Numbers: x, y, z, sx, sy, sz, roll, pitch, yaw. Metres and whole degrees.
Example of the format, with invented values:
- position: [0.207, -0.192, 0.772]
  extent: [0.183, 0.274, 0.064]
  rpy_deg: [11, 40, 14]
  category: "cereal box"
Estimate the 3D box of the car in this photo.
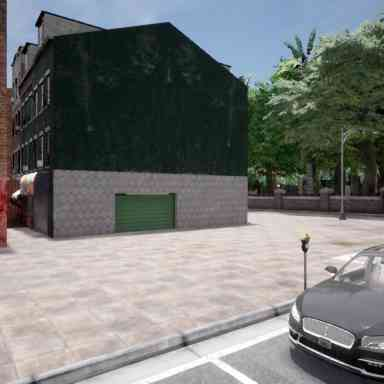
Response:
- position: [3.344, 1.551, 5.196]
  extent: [4.403, 1.369, 2.008]
  rpy_deg: [0, 0, -35]
  category: "car"
